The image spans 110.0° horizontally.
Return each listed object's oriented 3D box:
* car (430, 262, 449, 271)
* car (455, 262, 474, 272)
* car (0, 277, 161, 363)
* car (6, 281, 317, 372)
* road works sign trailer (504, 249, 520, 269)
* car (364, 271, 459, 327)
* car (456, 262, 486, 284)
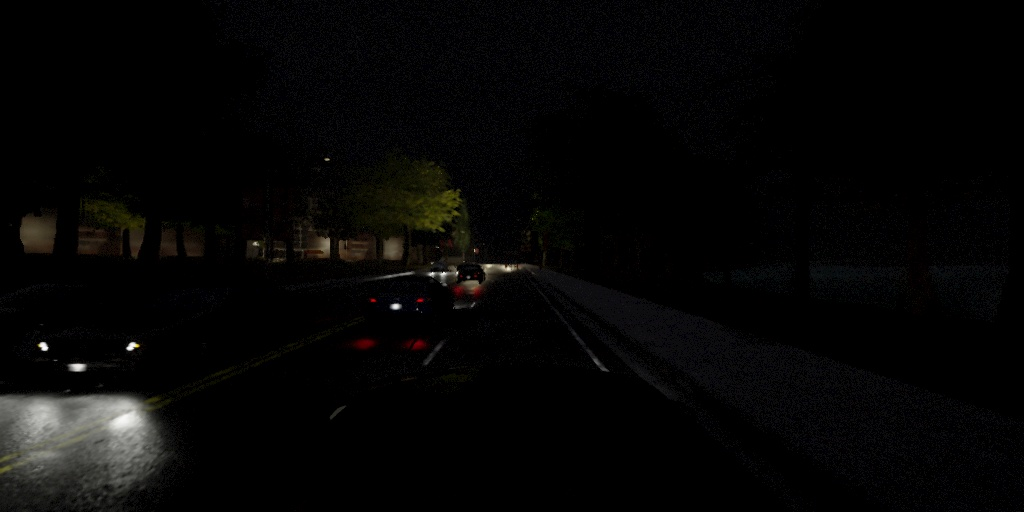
[{"bbox_3d":[-9.837,1.480,48.860,1.812,1.442,4.674,0,0,0],"label":"car"},{"bbox_3d":[-6.583,1.527,50.077,1.994,1.385,4.181,0,0,0],"label":"car"},{"bbox_3d":[-9.852,1.274,8.163,1.837,1.490,4.892,0,0,0],"label":"car"},{"bbox_3d":[-6.603,1.317,8.109,2.033,1.411,5.357,0,0,0],"label":"car"},{"bbox_3d":[-0.014,0.530,64.058,2.380,3.560,2.880,0,0,0],"label":"road works sign trailer"},{"bbox_3d":[-3.153,1.346,11.734,1.994,1.385,4.181,0,0,0],"label":"car"},{"bbox_3d":[-3.156,1.369,28.237,1.812,1.442,4.674,0,0,0],"label":"car"}]
